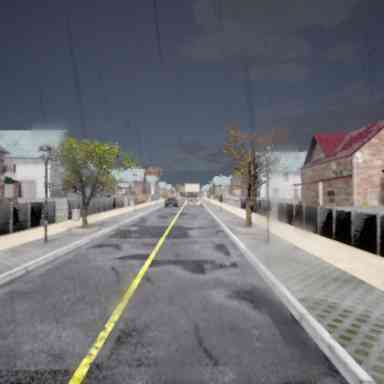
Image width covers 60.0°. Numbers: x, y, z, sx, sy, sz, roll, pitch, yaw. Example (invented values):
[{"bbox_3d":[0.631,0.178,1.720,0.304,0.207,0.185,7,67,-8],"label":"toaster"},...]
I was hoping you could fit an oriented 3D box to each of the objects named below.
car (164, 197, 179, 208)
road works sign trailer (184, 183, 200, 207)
[{"bbox_3d":[-2.824,1.430,46.263,1.882,1.535,5.008,0,0,0],"label":"car"},{"bbox_3d":[0.013,0.422,51.060,2.380,3.560,2.880,0,0,0],"label":"road works sign trailer"}]
